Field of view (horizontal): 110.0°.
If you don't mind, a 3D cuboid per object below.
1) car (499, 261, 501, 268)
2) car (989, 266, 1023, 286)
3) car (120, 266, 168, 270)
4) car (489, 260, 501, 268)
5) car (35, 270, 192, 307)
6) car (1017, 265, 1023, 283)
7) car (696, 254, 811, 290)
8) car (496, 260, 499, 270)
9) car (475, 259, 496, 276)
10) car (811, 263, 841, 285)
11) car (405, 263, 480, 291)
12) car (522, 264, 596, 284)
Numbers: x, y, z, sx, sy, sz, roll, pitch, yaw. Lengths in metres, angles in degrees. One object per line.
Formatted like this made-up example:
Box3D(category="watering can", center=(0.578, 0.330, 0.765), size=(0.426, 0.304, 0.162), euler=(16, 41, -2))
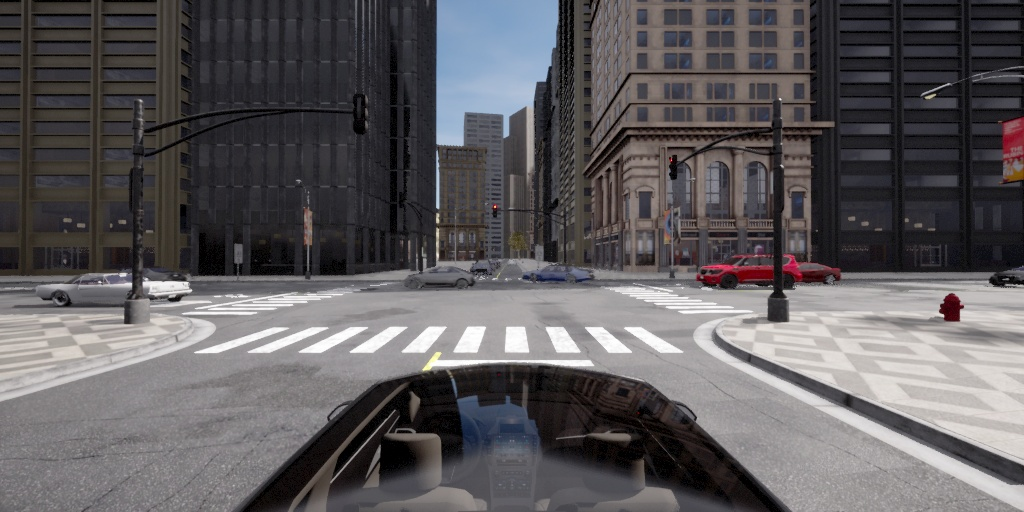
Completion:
Box3D(category="car", center=(-3.069, 1.400, 55.402), size=(1.994, 1.385, 4.181), euler=(0, 0, 0))
Box3D(category="car", center=(31.895, 1.236, 21.714), size=(4.181, 1.385, 1.994), euler=(0, 0, 0))
Box3D(category="car", center=(-25.869, 1.423, 24.903), size=(5.357, 1.411, 2.033), euler=(0, 0, 0))
Box3D(category="car", center=(-3.048, 1.430, 65.369), size=(1.994, 1.385, 4.181), euler=(0, 0, 0))
Box3D(category="car", center=(-16.379, 1.366, 14.963), size=(4.718, 1.301, 1.895), euler=(0, 0, 0))
Box3D(category="car", center=(38.834, 1.282, 24.961), size=(4.718, 1.301, 1.895), euler=(0, 0, 0))
Box3D(category="car", center=(14.262, 0.936, 21.703), size=(5.566, 2.045, 2.150), euler=(0, 0, 0))
Box3D(category="car", center=(-3.070, 1.377, 46.370), size=(1.994, 1.385, 4.181), euler=(0, 0, 0))
Box3D(category="car", center=(-3.058, 1.145, 37.598), size=(2.097, 1.767, 4.553), euler=(0, 0, 0))
Box3D(category="car", center=(19.894, 1.203, 24.957), size=(5.008, 1.535, 1.882), euler=(0, 0, 0))
Box3D(category="car", center=(-4.282, 1.318, 21.675), size=(4.181, 1.385, 1.994), euler=(0, 0, 0))
Box3D(category="car", center=(3.479, 1.324, 26.761), size=(5.357, 1.411, 2.033), euler=(0, 0, 29))
